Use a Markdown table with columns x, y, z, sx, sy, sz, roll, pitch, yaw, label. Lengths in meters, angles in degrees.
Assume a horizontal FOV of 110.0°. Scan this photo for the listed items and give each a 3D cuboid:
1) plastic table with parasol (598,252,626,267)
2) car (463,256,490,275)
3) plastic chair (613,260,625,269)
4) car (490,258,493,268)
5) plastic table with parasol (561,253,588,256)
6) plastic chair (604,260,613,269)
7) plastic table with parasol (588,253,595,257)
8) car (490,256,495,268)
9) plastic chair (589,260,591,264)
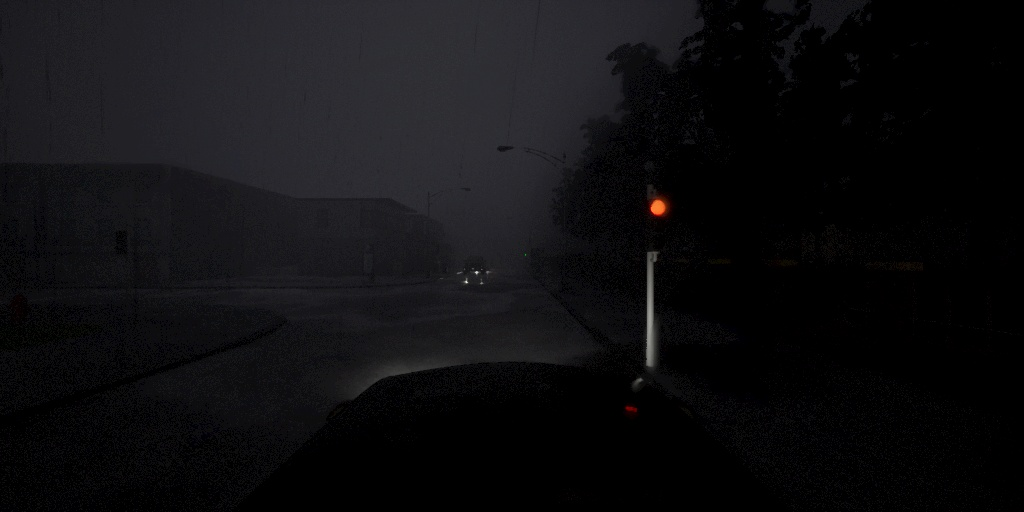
| x | y | z | sx | sy | sz | roll | pitch | yaw | label |
| --- | --- | --- | --- | --- | --- | --- | --- | --- | --- |
| 15.334 | 0.694 | 55.094 | 2.482 | 2.480 | 2.482 | 0 | 0 | -40 | plastic table with parasol |
| -4.070 | 0.971 | 40.154 | 2.150 | 2.045 | 5.566 | 0 | 0 | 0 | car |
| 16.066 | 1.296 | 54.095 | 0.750 | 1.272 | 0.730 | 0 | 0 | -40 | plastic chair |
| -4.056 | 1.351 | 50.331 | 1.895 | 1.301 | 4.718 | 0 | 0 | 0 | car |
| 10.016 | 0.684 | 57.837 | 2.482 | 2.480 | 2.482 | 0 | 0 | -40 | plastic table with parasol |
| 14.359 | 1.306 | 54.193 | 0.730 | 1.272 | 0.750 | 0 | 0 | -35 | plastic chair |
| 14.718 | 0.673 | 63.308 | 2.482 | 2.480 | 2.482 | 0 | 0 | -42 | plastic table with parasol |
| -4.027 | 0.971 | 60.523 | 2.150 | 2.045 | 5.566 | 0 | 0 | 1 | car |
| 13.765 | 1.304 | 62.421 | 0.730 | 1.272 | 0.750 | 0 | 0 | -35 | plastic chair |
